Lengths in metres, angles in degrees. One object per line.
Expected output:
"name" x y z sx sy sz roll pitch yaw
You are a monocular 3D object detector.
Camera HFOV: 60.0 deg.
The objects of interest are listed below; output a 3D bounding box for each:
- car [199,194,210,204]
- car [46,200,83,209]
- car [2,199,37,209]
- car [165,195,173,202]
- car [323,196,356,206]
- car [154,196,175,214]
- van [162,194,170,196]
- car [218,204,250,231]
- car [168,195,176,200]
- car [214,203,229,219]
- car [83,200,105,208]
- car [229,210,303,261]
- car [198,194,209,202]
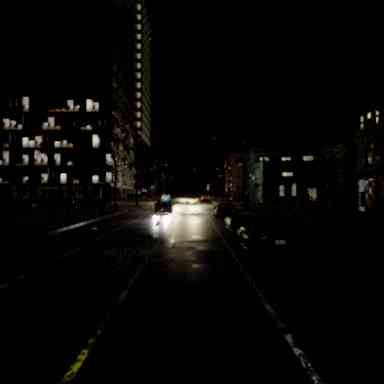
"car" 2.681 1.497 66.636 1.967 1.590 4.097 1 0 0
"car" -17.441 1.700 44.795 4.206 1.307 1.802 -1 -1 1
"car" -23.126 1.612 44.849 4.097 1.590 1.967 -1 -1 1
"car" -5.706 1.592 83.447 1.752 1.417 4.829 1 0 0
"car" 20.667 1.285 44.444 4.829 1.417 1.752 -1 -1 1
"car" -3.019 1.528 36.132 2.128 1.511 4.902 0 0 0
"van" -5.699 1.401 72.269 1.690 1.788 3.998 1 0 0
"car" 2.697 1.570 17.721 2.008 1.369 4.403 1 0 0
"car" -5.711 1.655 94.964 1.802 1.307 4.206 1 0 0
"car" 2.816 1.612 28.673 1.802 1.307 4.206 1 0 0
"car" -14.557 1.733 47.465 4.718 1.301 1.895 0 -1 1
"car" 2.698 1.579 12.243 1.947 1.339 4.313 1 0 0
"car" 2.680 1.379 77.984 2.192 1.841 5.009 1 0 0
